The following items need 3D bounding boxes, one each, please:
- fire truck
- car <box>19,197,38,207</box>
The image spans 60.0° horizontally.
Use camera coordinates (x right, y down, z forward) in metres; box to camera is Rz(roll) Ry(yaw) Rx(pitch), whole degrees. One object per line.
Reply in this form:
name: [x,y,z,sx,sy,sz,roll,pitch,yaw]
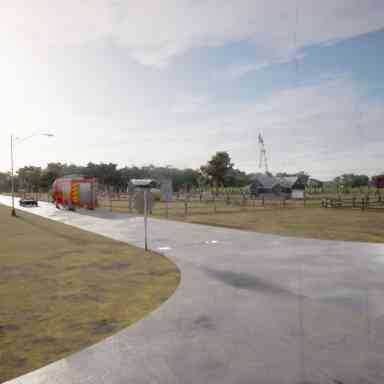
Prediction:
fire truck: [-13.366,0.105,37.680,2.891,3.827,8.468,-2,1,-35]
car: [-23.026,1.367,46.776,1.895,1.301,4.718,-2,1,-35]
